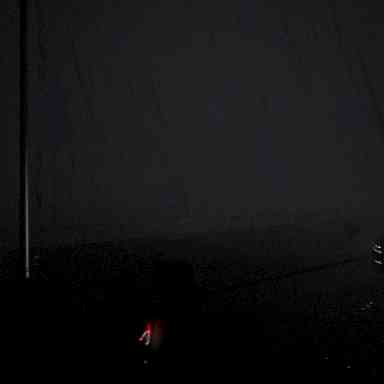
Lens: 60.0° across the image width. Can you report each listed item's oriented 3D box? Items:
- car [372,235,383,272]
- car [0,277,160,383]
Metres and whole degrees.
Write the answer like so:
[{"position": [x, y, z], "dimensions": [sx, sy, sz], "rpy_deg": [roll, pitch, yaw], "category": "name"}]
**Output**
[{"position": [7.124, 1.447, 9.572], "dimensions": [5.008, 1.535, 1.882], "rpy_deg": [0, 0, -35], "category": "car"}, {"position": [-2.384, 1.565, 2.902], "dimensions": [4.181, 1.385, 1.994], "rpy_deg": [0, 0, -35], "category": "car"}]
